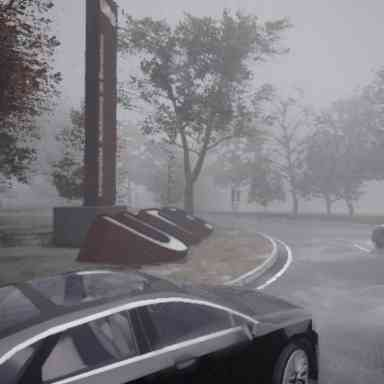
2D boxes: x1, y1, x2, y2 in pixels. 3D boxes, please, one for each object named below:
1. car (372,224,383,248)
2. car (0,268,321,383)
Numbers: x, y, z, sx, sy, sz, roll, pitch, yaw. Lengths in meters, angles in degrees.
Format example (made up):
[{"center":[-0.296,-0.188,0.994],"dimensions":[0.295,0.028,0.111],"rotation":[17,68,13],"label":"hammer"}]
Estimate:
[{"center":[8.912,1.796,13.529],"dimensions":[1.994,1.385,4.181],"rotation":[0,-1,13],"label":"car"},{"center":[-0.638,1.534,3.181],"dimensions":[4.902,1.511,2.128],"rotation":[1,-1,-40],"label":"car"}]
